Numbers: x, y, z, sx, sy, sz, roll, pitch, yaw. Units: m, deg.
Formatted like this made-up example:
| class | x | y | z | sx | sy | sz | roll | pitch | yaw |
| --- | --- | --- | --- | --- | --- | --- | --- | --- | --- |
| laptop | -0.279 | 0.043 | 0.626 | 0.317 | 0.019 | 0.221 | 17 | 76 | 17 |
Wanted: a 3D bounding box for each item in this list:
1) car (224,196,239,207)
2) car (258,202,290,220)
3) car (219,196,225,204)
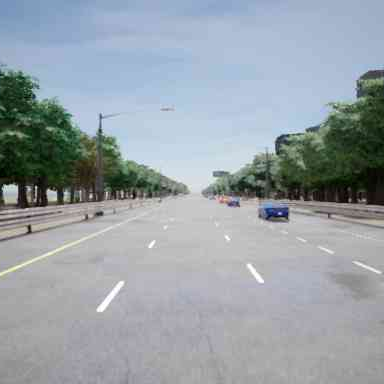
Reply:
| class | x | y | z | sx | sy | sz | roll | pitch | yaw |
| --- | --- | --- | --- | --- | --- | --- | --- | --- | --- |
| car | 7.166 | 1.817 | 58.028 | 1.812 | 1.442 | 4.674 | 0 | 0 | 0 |
| car | 7.038 | 1.601 | 29.082 | 1.882 | 1.535 | 5.008 | 0 | -1 | 0 |
| car | 7.288 | 1.751 | 75.385 | 2.097 | 1.767 | 4.553 | 0 | 0 | 0 |
